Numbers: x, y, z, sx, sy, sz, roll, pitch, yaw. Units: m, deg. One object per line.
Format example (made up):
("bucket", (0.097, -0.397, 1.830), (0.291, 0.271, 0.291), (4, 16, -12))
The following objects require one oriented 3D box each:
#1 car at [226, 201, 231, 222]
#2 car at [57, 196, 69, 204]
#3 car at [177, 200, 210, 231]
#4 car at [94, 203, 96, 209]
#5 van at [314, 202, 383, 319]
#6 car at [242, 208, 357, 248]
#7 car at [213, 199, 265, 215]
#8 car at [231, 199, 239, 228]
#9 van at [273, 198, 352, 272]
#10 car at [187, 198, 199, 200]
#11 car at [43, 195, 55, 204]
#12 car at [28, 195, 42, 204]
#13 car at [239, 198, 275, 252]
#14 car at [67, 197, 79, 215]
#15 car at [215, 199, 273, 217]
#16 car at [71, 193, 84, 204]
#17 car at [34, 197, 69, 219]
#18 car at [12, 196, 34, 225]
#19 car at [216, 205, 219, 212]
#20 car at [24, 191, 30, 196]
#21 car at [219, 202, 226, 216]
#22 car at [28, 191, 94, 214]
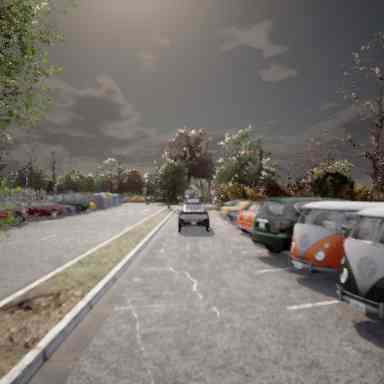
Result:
("car", (4.861, 1.366, 20.976), (4.553, 1.767, 2.185), (1, 0, -20))
("car", (-27.321, 1.668, 70.662), (2.231, 1.521, 4.892), (1, -3, -19))
("car", (0.100, 1.497, 20.649), (2.128, 1.511, 4.902), (0, 0, 0))
("car", (-13.453, 1.451, 37.036), (5.366, 1.575, 1.946), (-1, 1, -20))
("van", (4.722, 1.260, 6.043), (4.442, 1.987, 1.878), (1, 0, -20))
("car", (4.828, 1.530, 15.014), (4.674, 1.452, 2.002), (1, 0, -20))
("car", (4.851, 1.494, 34.540), (4.892, 1.521, 2.231), (1, 0, -20))
("car", (4.798, 1.364, 17.986), (4.553, 1.767, 2.185), (1, 0, -20))
("van", (4.719, 1.261, 9.020), (4.442, 1.987, 1.878), (1, 0, -20))
("car", (0.121, 1.506, 38.225), (1.837, 1.490, 4.892), (0, 0, 0))
("car", (-30.335, 1.540, 70.674), (2.185, 1.767, 4.553), (1, -3, -19))
("car", (-33.372, 1.544, 70.777), (2.185, 1.767, 4.553), (1, -3, -19))
("car", (4.855, 1.238, 12.051), (5.566, 2.045, 2.435), (1, 0, -20))
("car", (-13.306, 1.513, 31.060), (4.674, 1.452, 2.002), (-1, 0, -20))
("car", (4.835, 1.495, 31.146), (4.892, 1.521, 2.231), (1, 0, -20))
("car", (-24.317, 1.416, 70.646), (2.435, 2.045, 5.566), (1, -3, -19))
("car", (-13.323, 1.475, 28.035), (5.008, 1.535, 2.097), (-1, 0, -20))
("car", (-13.313, 1.346, 22.017), (4.553, 1.767, 2.185), (-1, 0, -20))
("car", (5.009, 1.492, 27.821), (5.366, 1.575, 1.946), (1, 0, -20))
("car", (-25.964, 0.897, 53.676), (2.435, 2.045, 5.566), (1, -1, -19))
("car", (4.808, 1.521, 24.346), (4.792, 1.488, 2.163), (1, 0, -20))
("car", (-13.319, 1.214, 34.061), (5.566, 2.045, 2.435), (-1, 0, -20))
